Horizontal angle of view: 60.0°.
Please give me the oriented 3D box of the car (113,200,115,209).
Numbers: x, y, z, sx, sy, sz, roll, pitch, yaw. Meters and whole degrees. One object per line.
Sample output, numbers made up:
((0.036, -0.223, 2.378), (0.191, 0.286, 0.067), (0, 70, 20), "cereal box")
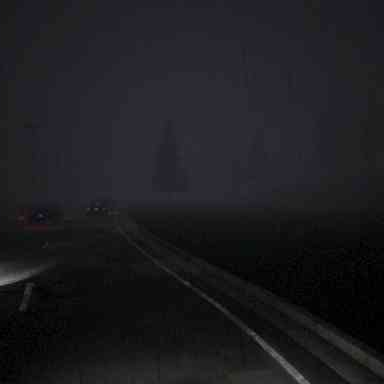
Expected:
((-10.575, 1.417, 40.769), (1.837, 1.490, 4.892), (-1, 1, -8), "car")

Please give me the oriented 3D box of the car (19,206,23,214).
((-16.910, 1.619, 35.865), (1.895, 1.301, 4.718), (-1, 0, -11), "car")

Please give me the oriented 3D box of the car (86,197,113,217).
((-8.611, 1.489, 30.473), (2.033, 1.411, 5.357), (-1, 0, -13), "car")

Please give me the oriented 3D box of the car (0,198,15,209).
((-26.693, 1.575, 46.791), (2.128, 1.511, 4.902), (-1, 0, -5), "car")

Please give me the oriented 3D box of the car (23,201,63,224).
((-10.998, 1.479, 25.202), (1.882, 1.535, 5.008), (-1, 0, -14), "car")
